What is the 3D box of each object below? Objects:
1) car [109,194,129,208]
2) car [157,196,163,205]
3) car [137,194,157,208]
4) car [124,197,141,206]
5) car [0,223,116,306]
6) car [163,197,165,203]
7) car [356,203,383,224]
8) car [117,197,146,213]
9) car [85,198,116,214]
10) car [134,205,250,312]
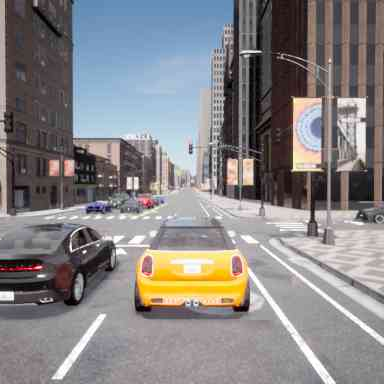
[{"bbox_3d":[-9.851,1.252,45.309,2.150,2.045,5.566,0,0,1],"label":"car"},{"bbox_3d":[-6.594,1.601,55.959,1.994,1.385,4.181,0,0,0],"label":"car"},{"bbox_3d":[-6.608,1.252,45.986,2.150,2.045,5.566,0,0,1],"label":"car"},{"bbox_3d":[-9.828,1.601,55.267,1.994,1.385,4.181,0,0,2],"label":"car"},{"bbox_3d":[-3.155,1.505,8.022,1.837,1.490,4.892,0,0,0],"label":"car"},{"bbox_3d":[-6.543,1.519,66.033,1.882,1.535,5.008,0,0,1],"label":"car"},{"bbox_3d":[13.982,1.474,23.550,4.181,1.385,1.994,0,1,0],"label":"car"},{"bbox_3d":[-6.607,1.587,36.709,1.994,1.385,4.181,0,0,0],"label":"car"},{"bbox_3d":[-9.856,1.622,35.550,1.895,1.301,4.718,0,0,0],"label":"car"},{"bbox_3d":[0.009,1.353,7.878,2.097,1.767,4.553,0,0,0],"label":"car"}]
